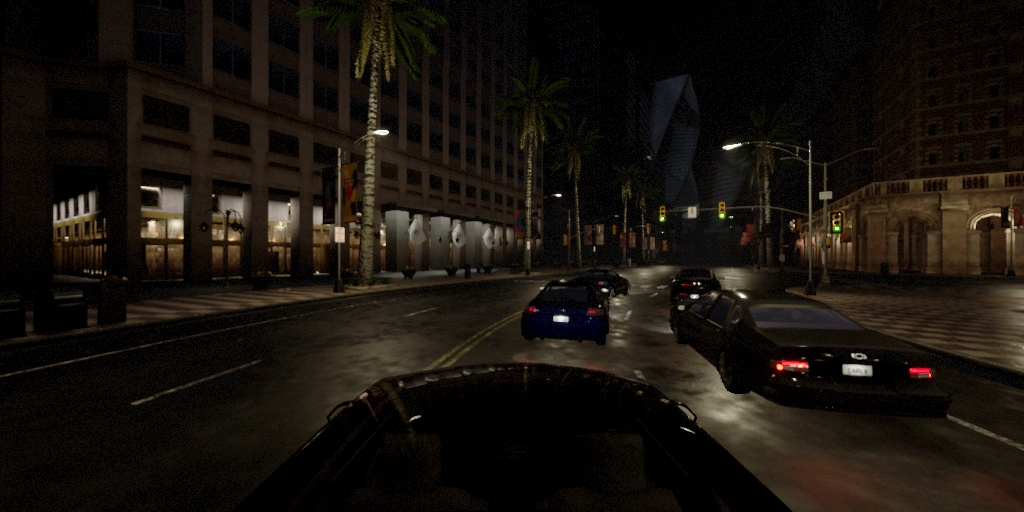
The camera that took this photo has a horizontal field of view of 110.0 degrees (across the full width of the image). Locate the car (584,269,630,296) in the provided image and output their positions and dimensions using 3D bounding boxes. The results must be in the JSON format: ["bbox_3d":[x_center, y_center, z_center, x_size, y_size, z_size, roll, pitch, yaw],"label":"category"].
[{"bbox_3d":[4.481,1.344,17.976,1.994,1.385,4.181,0,0,33],"label":"car"}]

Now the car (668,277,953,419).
[{"bbox_3d":[4.302,1.307,6.408,2.033,1.411,5.357,0,0,12],"label":"car"}]

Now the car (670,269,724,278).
[{"bbox_3d":[8.106,1.283,15.772,1.837,1.490,4.892,0,0,28],"label":"car"}]

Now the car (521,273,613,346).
[{"bbox_3d":[1.601,1.329,9.674,1.994,1.385,4.181,0,0,16],"label":"car"}]
